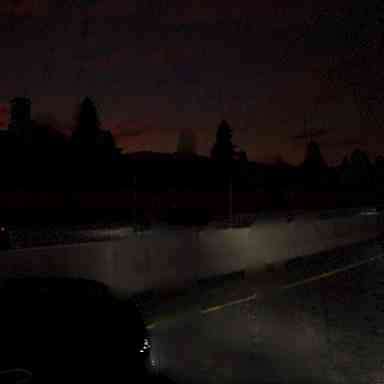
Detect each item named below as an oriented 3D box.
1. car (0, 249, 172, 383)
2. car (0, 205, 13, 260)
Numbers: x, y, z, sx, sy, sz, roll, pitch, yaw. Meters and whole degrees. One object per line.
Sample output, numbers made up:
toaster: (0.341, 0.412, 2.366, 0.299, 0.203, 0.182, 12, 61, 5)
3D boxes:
car: (-2.822, 1.231, 1.832, 5.566, 2.045, 2.150, 0, 0, -35)
car: (-8.600, 1.390, 10.903, 4.553, 1.767, 2.097, 0, 0, -36)
